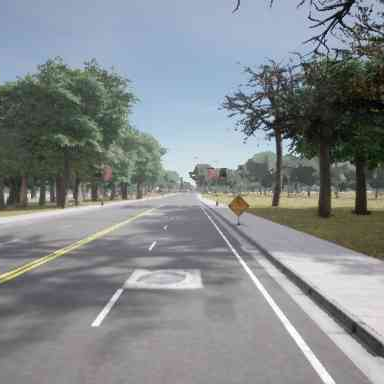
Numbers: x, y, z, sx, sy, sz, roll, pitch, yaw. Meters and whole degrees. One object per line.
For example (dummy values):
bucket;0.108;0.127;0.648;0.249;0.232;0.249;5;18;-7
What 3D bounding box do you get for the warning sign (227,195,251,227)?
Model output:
warning sign;2.806;1.120;19.982;1.300;1.860;1.060;0;0;0
